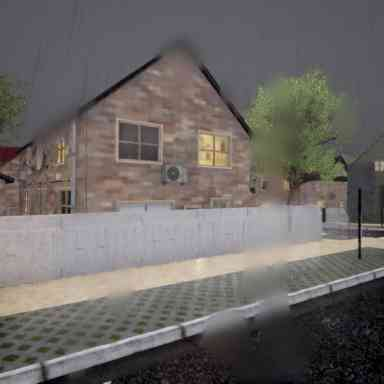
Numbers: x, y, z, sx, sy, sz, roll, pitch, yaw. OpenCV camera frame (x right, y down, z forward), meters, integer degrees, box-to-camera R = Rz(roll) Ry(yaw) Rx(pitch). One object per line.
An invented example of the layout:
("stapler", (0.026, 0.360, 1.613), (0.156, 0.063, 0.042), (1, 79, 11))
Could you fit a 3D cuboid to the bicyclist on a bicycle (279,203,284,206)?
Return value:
("bicyclist on a bicycle", (8.456, 1.827, 31.272), (1.656, 1.620, 0.582), (-2, 1, -35))
